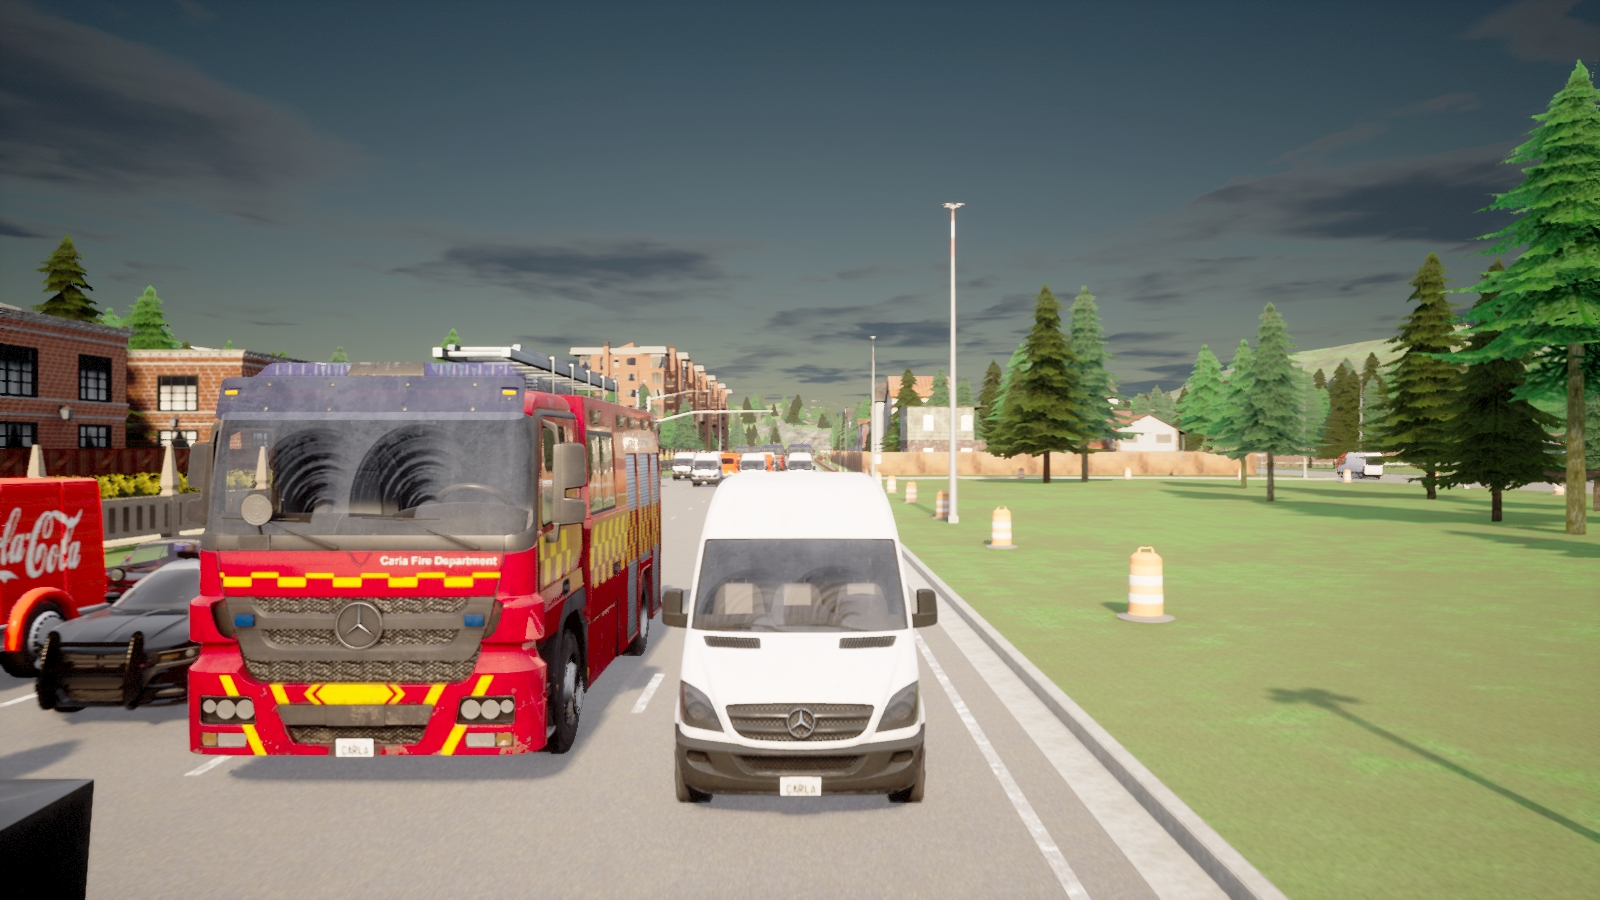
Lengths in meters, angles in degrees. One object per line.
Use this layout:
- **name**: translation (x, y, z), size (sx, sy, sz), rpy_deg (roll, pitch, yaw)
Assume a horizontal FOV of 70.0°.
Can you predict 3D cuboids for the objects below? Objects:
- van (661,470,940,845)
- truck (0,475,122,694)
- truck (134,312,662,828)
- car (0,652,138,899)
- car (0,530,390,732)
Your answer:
- **van**: translation (0.006, 1.534, 11.114), size (1.988, 2.561, 5.915), rpy_deg (0, 0, 0)
- **truck**: translation (-10.501, 1.568, 12.892), size (2.627, 2.467, 5.204), rpy_deg (0, 0, 0)
- **truck**: translation (-3.494, 0.890, 12.713), size (2.891, 3.827, 8.468), rpy_deg (0, 0, 0)
- **car**: translation (-3.499, 1.753, 0.842), size (2.390, 2.098, 6.274), rpy_deg (0, 0, 0)
- **car**: translation (-6.997, 1.982, 13.963), size (2.097, 1.638, 5.238), rpy_deg (0, 0, 0)
